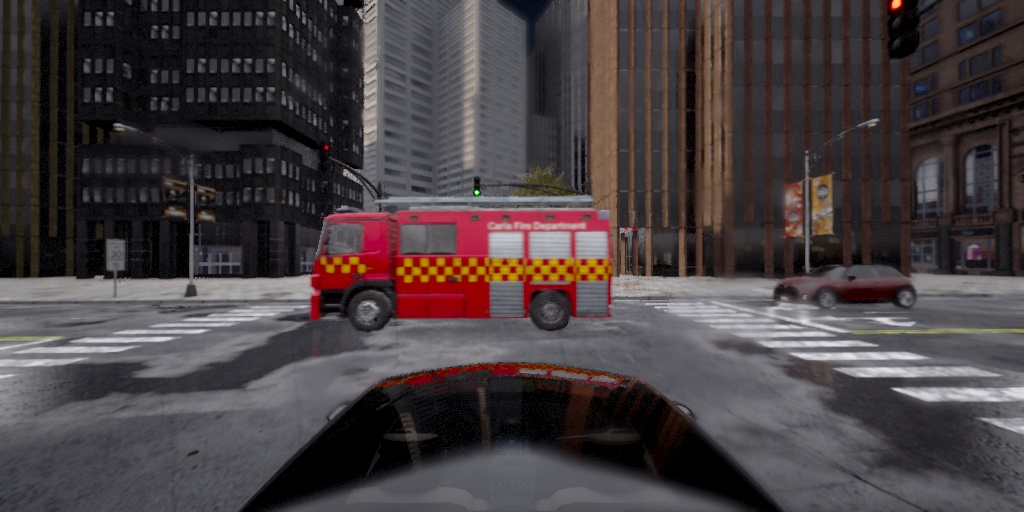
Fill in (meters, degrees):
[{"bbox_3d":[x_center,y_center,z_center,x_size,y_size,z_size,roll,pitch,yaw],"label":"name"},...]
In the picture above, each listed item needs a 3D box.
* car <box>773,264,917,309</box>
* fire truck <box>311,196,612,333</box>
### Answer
[{"bbox_3d":[13.311,1.132,14.573,4.553,1.767,2.097,0,0,0],"label":"car"},{"bbox_3d":[-1.379,0.211,11.194,8.468,3.827,2.891,0,-1,0],"label":"fire truck"}]
